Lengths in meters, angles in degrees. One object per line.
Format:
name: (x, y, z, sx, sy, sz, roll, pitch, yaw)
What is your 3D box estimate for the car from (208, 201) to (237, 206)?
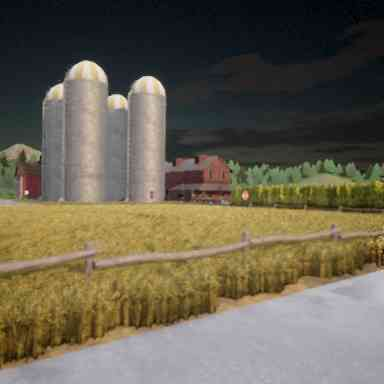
car: (4.663, 2.041, 51.513, 2.033, 1.411, 5.357, 1, -1, -35)
